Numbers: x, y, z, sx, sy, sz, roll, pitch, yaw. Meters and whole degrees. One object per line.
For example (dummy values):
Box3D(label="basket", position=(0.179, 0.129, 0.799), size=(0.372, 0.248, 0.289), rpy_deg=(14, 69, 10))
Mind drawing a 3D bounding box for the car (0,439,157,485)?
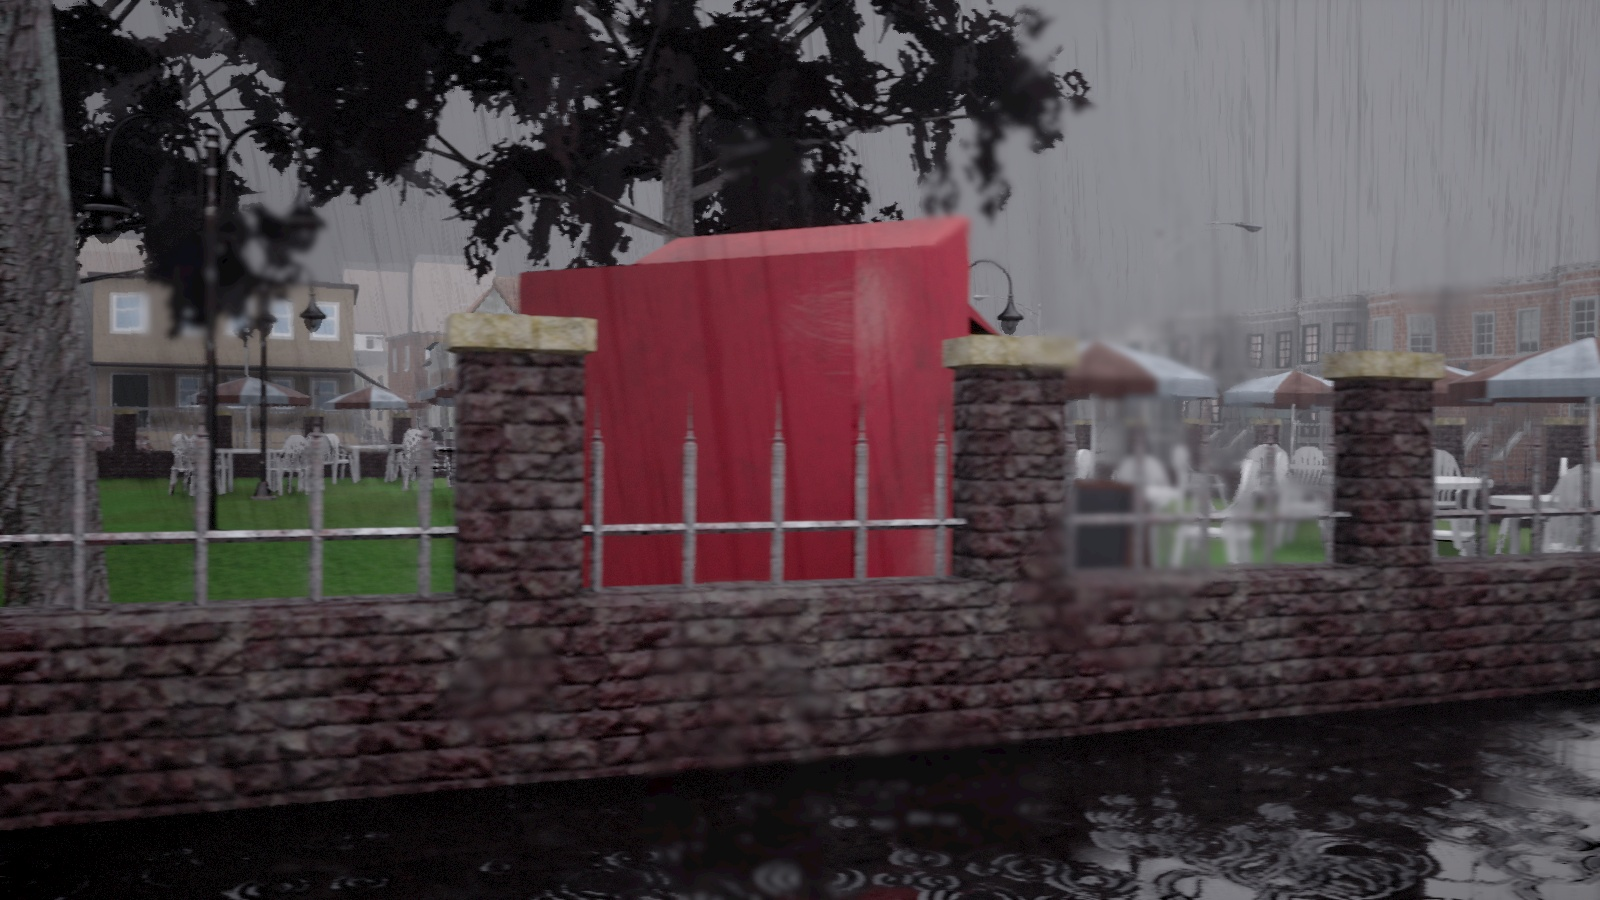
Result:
Box3D(label="car", position=(-24.666, 0.394, 42.826), size=(4.674, 1.442, 1.812), rpy_deg=(-1, 1, -21))

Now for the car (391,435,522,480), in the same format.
Box3D(label="car", position=(-11.871, 0.234, 43.386), size=(4.193, 1.474, 1.816), rpy_deg=(-1, 1, -21))
